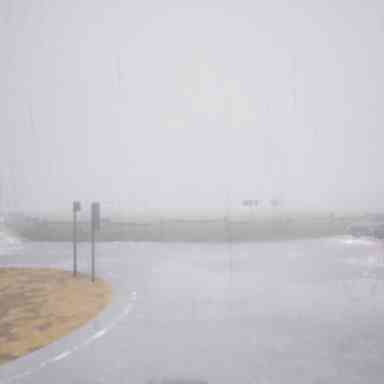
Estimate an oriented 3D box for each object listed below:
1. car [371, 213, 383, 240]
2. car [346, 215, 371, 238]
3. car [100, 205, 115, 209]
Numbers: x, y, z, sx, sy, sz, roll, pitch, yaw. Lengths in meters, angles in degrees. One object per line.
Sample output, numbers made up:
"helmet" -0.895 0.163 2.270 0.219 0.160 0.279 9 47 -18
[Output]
"car" 11.176 1.813 15.900 4.902 1.511 2.128 0 -2 -30
"car" 11.613 1.978 19.908 5.357 1.411 2.033 0 -2 -30
"car" -22.754 4.473 90.298 4.611 1.667 2.242 0 -2 -30
